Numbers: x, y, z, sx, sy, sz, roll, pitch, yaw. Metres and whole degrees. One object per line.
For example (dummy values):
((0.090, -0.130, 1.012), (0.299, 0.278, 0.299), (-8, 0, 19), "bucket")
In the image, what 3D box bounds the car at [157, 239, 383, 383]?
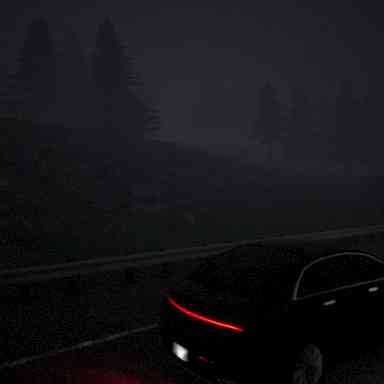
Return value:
((1.840, 1.494, 5.058), (4.892, 1.490, 1.837), (0, 0, -35), "car")
